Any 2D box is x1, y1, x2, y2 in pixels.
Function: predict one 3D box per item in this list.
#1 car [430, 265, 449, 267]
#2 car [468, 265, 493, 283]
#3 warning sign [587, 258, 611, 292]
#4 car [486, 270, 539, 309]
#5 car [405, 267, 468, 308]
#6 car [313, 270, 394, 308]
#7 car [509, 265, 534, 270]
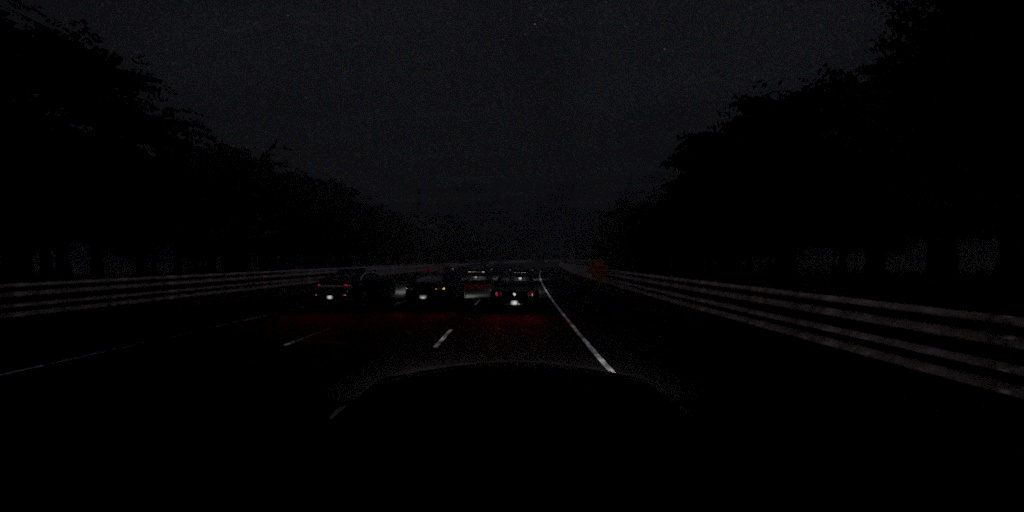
[{"bbox_3d":[-6.206,1.480,31.123,1.882,1.535,5.008,0,0,3],"label":"car"},{"bbox_3d":[-2.723,1.493,30.745,2.128,1.511,4.902,0,0,3],"label":"car"},{"bbox_3d":[4.839,1.026,19.991,1.300,1.860,1.060,0,0,2],"label":"warning sign"},{"bbox_3d":[0.155,1.473,15.626,1.895,1.301,4.718,0,0,2],"label":"car"},{"bbox_3d":[-3.331,1.400,15.997,1.812,1.442,4.674,0,0,2],"label":"car"},{"bbox_3d":[-6.833,1.366,16.002,2.128,1.511,4.902,0,0,2],"label":"car"},{"bbox_3d":[0.773,1.508,30.573,1.837,1.490,4.892,0,0,3],"label":"car"}]
